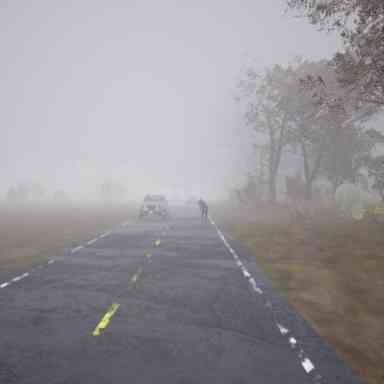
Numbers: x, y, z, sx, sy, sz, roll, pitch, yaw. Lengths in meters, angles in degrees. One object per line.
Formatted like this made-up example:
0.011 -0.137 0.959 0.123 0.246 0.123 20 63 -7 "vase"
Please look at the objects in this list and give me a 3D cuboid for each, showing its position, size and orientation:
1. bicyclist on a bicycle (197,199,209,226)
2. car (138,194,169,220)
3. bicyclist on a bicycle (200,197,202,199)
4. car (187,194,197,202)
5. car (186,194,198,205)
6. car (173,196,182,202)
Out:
0.806 1.421 21.178 0.582 1.620 1.656 -1 0 0 "bicyclist on a bicycle"
-3.105 1.182 28.032 2.150 2.045 5.566 0 0 0 "car"
0.806 1.326 30.125 0.659 1.776 1.843 -1 0 0 "bicyclist on a bicycle"
-0.022 1.249 74.504 2.097 1.767 4.553 0 0 0 "car"
0.060 1.484 56.591 1.994 1.385 4.181 0 0 0 "car"
-3.020 1.485 69.135 1.895 1.301 4.718 0 0 0 "car"
